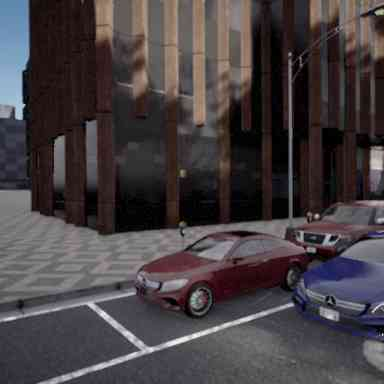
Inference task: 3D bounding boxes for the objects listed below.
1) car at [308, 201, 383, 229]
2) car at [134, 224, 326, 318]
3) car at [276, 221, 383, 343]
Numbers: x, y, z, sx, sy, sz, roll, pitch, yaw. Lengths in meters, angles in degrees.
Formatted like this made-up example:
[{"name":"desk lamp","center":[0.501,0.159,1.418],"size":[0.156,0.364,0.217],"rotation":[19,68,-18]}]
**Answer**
[{"name":"car","center":[5.255,1.219,10.415],"size":[5.009,1.841,2.192],"rotation":[-1,0,-36]},{"name":"car","center":[0.820,1.537,7.240],"size":[4.206,1.307,1.802],"rotation":[-1,0,-36]},{"name":"car","center":[3.864,1.464,6.145],"size":[4.674,1.442,1.812],"rotation":[-1,1,-36]}]
